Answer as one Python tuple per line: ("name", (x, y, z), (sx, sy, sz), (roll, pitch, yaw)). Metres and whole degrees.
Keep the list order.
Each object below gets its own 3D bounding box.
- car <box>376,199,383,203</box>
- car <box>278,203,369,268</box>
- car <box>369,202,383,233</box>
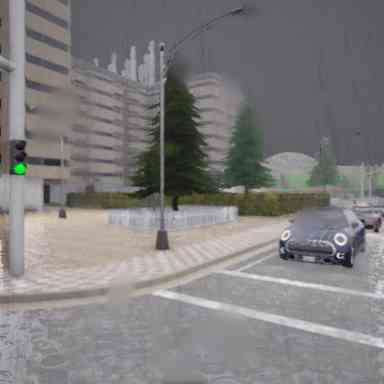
("car", (15.621, 1.569, 28.262), (1.895, 1.301, 4.718), (0, 0, 33))
("car", (4.596, 1.337, 11.472), (2.097, 1.767, 4.553), (0, 0, 33))
("car", (10.048, 1.541, 19.792), (1.994, 1.385, 4.181), (0, 0, 33))
